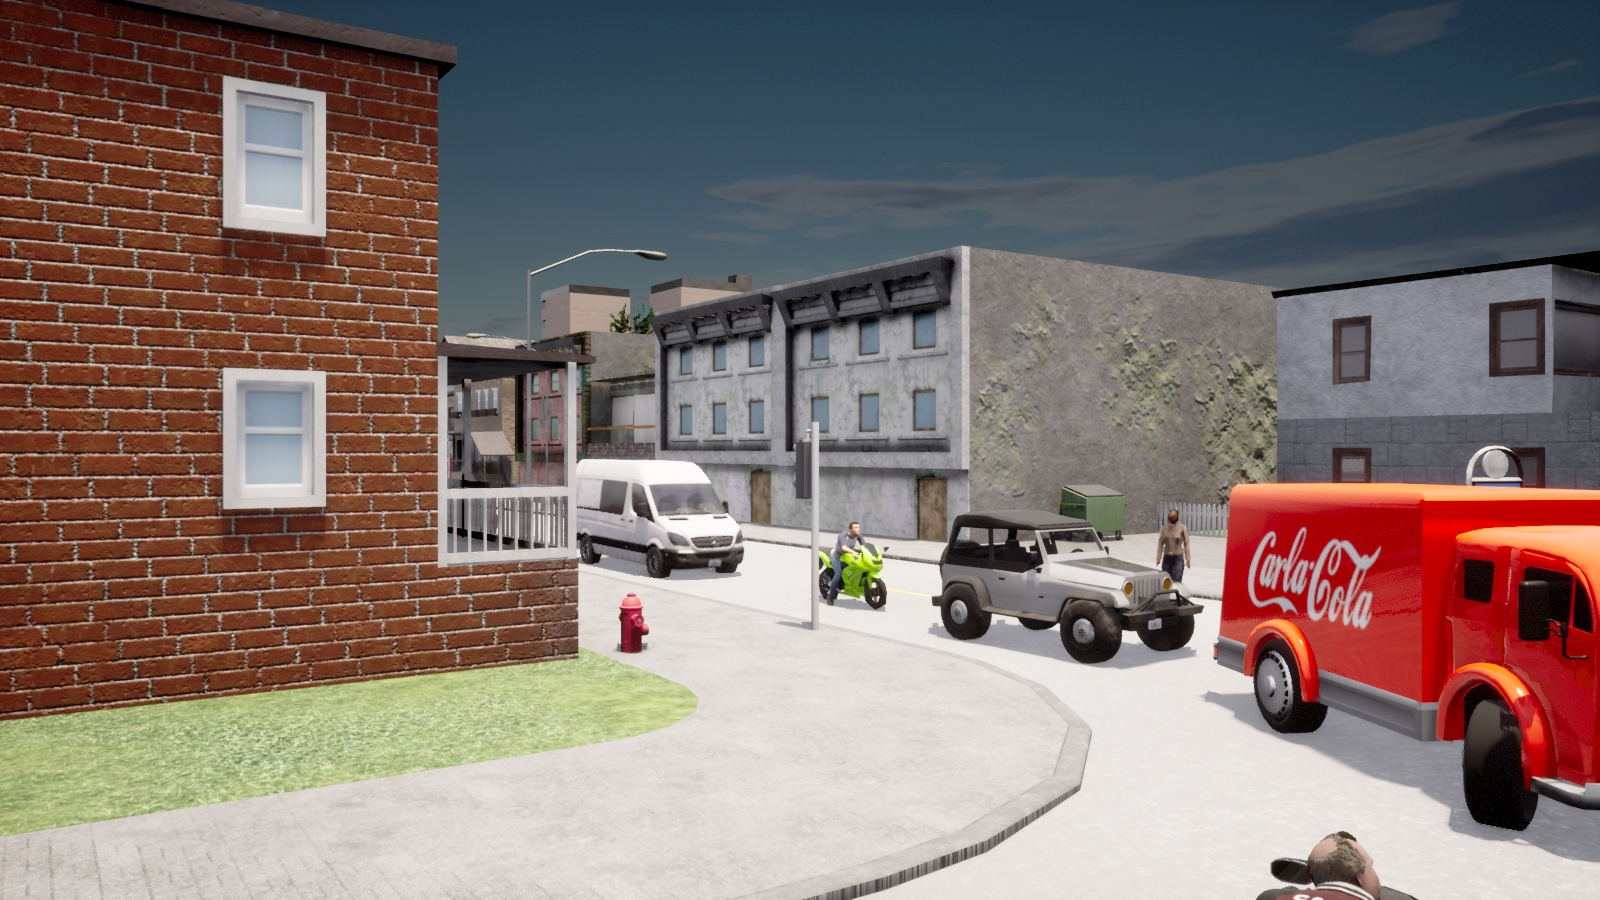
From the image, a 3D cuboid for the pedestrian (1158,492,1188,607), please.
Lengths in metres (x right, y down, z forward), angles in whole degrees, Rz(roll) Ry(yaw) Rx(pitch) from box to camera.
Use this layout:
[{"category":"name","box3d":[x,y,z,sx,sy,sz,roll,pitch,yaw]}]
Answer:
[{"category":"pedestrian","box3d":[6.155,1.628,18.842,0.375,1.860,0.375,0,0,36]}]

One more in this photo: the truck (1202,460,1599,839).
[{"category":"truck","box3d":[6.066,1.348,10.302,2.627,2.467,5.204,0,0,-6]}]

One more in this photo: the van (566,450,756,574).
[{"category":"van","box3d":[-3.460,1.312,27.082,1.988,2.561,5.915,0,1,-34]}]

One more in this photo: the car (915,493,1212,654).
[{"category":"car","box3d":[3.680,1.637,16.521,1.905,1.878,3.866,0,0,-36]}]
